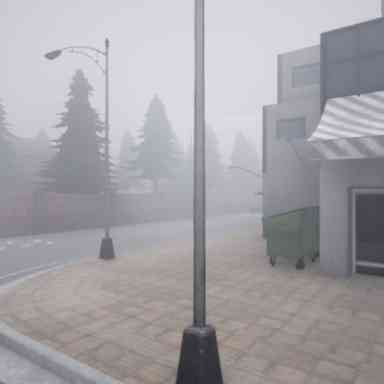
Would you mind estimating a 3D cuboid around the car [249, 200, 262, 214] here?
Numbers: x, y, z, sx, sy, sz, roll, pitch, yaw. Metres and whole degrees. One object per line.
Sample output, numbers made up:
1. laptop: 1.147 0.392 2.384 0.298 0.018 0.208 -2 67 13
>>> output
1. car: 8.189 1.676 37.562 1.837 1.490 4.892 0 0 37
